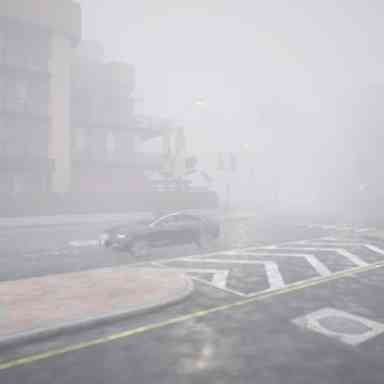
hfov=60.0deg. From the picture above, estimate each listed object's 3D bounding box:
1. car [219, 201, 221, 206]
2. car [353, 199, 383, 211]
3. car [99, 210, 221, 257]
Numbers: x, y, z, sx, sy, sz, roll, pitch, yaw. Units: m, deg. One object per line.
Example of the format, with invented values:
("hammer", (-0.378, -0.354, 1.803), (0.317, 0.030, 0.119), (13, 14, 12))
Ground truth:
("car", (2.282, 1.447, 48.984), (2.128, 1.511, 4.902), (0, 0, -35))
("car", (21.981, 1.490, 39.296), (2.033, 1.411, 5.357), (0, 0, -30))
("car", (-1.097, 1.483, 12.947), (4.902, 1.511, 2.128), (0, 0, -35))
